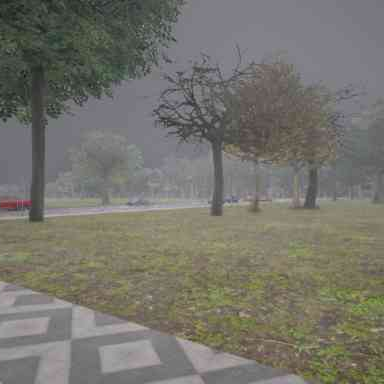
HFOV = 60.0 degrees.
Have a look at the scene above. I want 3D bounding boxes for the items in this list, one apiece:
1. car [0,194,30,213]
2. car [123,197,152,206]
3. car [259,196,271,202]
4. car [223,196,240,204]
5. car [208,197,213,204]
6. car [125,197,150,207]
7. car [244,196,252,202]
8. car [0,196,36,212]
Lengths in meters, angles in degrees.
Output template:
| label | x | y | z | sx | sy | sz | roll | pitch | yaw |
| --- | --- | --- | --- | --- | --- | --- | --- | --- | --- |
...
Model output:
| label | x | y | z | sx | sy | sz | roll | pitch | yaw |
| --- | --- | --- | --- | --- | --- | --- | --- | --- | --- |
| car | -20.893 | 1.284 | 36.439 | 2.150 | 2.045 | 5.566 | -1 | 0 | 35 |
| car | -9.520 | 1.630 | 58.010 | 2.128 | 1.511 | 4.902 | -1 | -1 | 36 |
| car | 17.282 | 1.671 | 78.852 | 1.994 | 1.385 | 4.181 | -1 | -1 | 35 |
| car | 7.583 | 1.574 | 65.003 | 1.837 | 1.490 | 4.892 | -1 | -1 | 35 |
| car | 4.924 | 1.668 | 66.874 | 1.994 | 1.385 | 4.181 | -1 | -1 | 35 |
| car | -8.675 | 1.659 | 53.614 | 1.994 | 1.385 | 4.181 | -1 | -1 | 36 |
| car | 14.029 | 1.675 | 79.882 | 1.812 | 1.442 | 4.674 | -1 | -1 | 35 |
| car | -21.887 | 1.455 | 40.646 | 2.097 | 1.767 | 4.553 | -1 | 0 | 35 |
